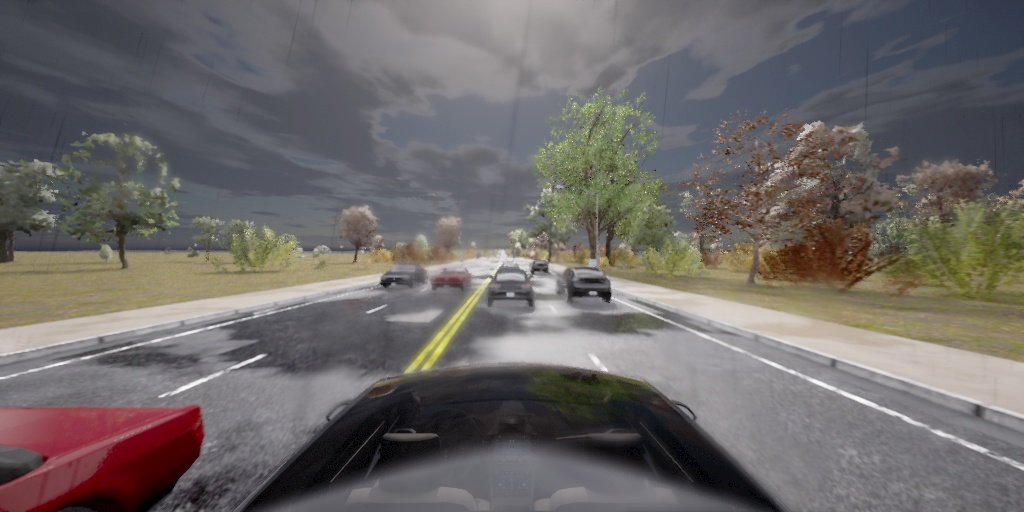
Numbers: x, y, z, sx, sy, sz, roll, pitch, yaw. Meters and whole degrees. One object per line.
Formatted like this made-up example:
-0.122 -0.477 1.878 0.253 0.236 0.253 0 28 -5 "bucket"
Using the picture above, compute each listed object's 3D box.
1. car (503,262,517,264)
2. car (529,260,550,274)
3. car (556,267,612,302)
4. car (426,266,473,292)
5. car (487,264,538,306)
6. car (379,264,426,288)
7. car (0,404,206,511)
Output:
-0.200 1.272 34.823 1.895 1.301 4.718 0 0 0 "car"
3.012 1.179 39.424 1.837 1.490 4.892 0 0 -1 "car"
3.237 1.240 16.732 1.837 1.490 4.892 0 0 -1 "car"
-3.456 1.292 21.164 1.895 1.301 4.718 0 0 0 "car"
-0.050 1.247 15.457 1.812 1.442 4.674 0 0 0 "car"
-6.708 1.218 23.004 2.033 1.411 5.357 0 0 0 "car"
-3.264 1.337 0.463 1.895 1.301 4.718 0 0 0 "car"
